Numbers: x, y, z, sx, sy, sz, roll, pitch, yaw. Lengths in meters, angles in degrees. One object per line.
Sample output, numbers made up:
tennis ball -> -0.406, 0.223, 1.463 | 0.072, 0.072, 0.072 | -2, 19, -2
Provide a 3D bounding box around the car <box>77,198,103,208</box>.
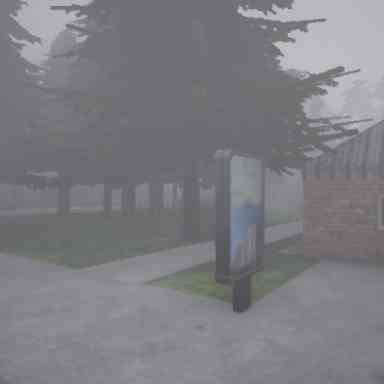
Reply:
car -> -15.302, 1.613, 50.359 | 1.994, 1.385, 4.181 | 0, 0, 36
